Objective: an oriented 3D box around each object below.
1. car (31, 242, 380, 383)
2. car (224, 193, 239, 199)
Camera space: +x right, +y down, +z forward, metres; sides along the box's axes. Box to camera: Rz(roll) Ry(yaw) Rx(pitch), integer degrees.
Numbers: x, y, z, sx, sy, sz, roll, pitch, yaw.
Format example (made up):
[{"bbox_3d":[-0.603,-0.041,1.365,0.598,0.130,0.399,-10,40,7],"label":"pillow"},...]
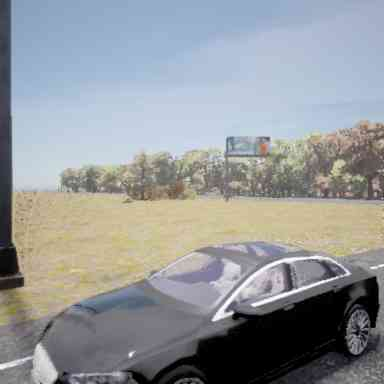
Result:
[{"bbox_3d":[0.595,1.491,4.416,4.902,1.511,2.128,0,0,-35],"label":"car"},{"bbox_3d":[10.687,1.085,90.235,2.128,1.511,4.902,0,0,-31],"label":"car"}]
